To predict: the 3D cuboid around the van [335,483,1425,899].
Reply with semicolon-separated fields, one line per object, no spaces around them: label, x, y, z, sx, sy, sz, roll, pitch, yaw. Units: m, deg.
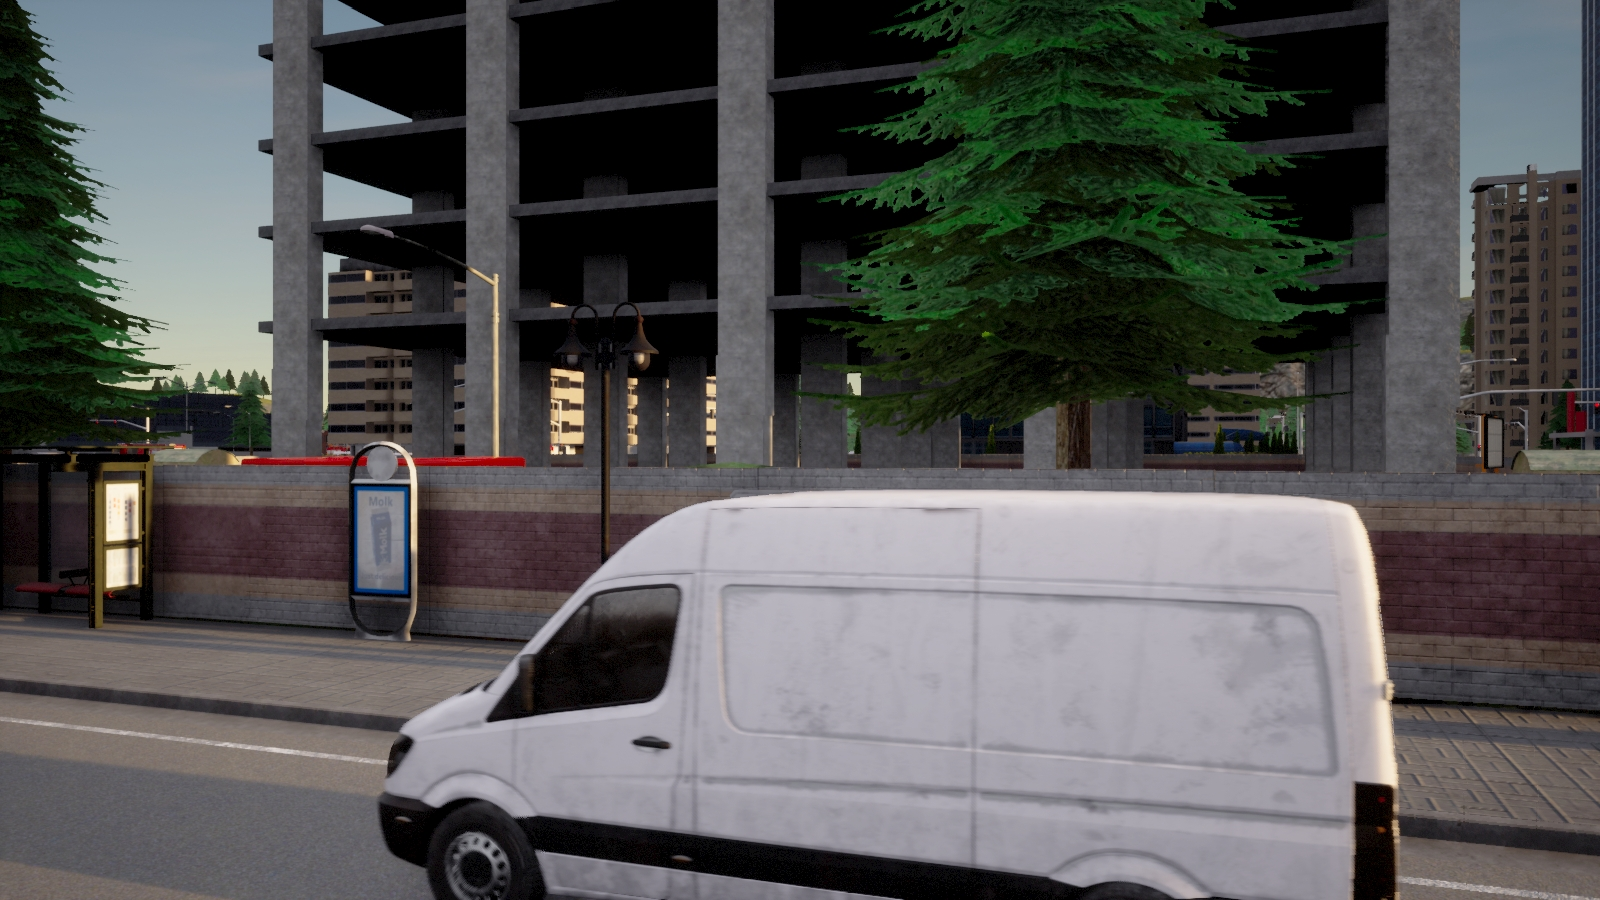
van;0.276;1.534;6.908;5.915;2.561;1.988;0;0;20
